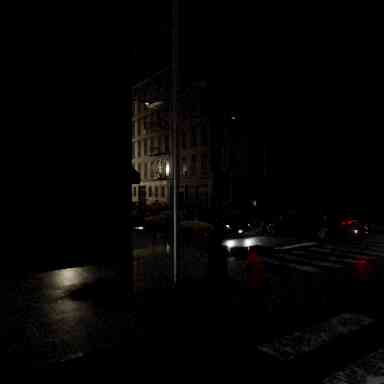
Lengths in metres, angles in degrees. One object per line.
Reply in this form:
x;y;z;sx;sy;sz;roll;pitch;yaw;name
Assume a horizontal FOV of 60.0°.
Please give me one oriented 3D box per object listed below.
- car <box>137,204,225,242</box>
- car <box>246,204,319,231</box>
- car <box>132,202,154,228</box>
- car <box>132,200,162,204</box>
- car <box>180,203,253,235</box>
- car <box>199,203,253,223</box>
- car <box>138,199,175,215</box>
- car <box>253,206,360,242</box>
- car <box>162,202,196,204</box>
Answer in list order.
-0.741;1.555;16.715;1.752;1.417;4.829;0;0;-35;car
5.704;1.558;21.500;1.947;1.339;4.313;0;0;-35;car
-3.978;1.585;21.264;2.008;1.369;4.403;0;0;-35;car
-4.771;1.517;26.755;2.128;1.511;4.902;0;0;-35;car
0.984;1.565;18.713;2.033;1.411;5.357;0;0;-32;car
2.565;1.578;25.910;1.802;1.307;4.206;0;0;-35;car
-3.811;1.529;34.867;1.752;1.417;4.829;0;0;-35;car
5.723;1.507;16.629;1.837;1.490;4.892;-4;3;-41;car
-0.573;1.566;30.319;1.947;1.339;4.313;0;0;-35;car
